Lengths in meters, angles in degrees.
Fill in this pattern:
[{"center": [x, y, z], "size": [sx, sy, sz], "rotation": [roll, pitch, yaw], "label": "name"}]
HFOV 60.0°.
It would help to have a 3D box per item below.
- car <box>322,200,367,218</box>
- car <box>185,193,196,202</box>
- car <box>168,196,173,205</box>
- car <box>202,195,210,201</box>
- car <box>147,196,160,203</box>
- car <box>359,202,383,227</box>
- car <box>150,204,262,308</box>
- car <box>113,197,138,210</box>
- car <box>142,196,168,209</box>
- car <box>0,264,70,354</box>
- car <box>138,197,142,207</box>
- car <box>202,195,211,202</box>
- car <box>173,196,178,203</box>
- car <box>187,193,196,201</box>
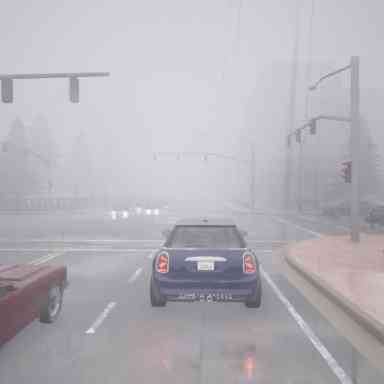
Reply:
[{"center": [14.128, 1.505, 29.533], "size": [4.892, 1.490, 1.837], "rotation": [0, 0, 4], "label": "car"}, {"center": [-0.429, 1.520, 72.779], "size": [1.812, 1.442, 4.674], "rotation": [0, 0, 2], "label": "car"}, {"center": [-4.691, 1.478, 55.181], "size": [1.882, 1.535, 5.008], "rotation": [0, 0, 2], "label": "car"}, {"center": [3.439, 1.475, 82.346], "size": [1.882, 1.535, 5.008], "rotation": [0, 0, 2], "label": "car"}, {"center": [-7.668, 1.506, 67.256], "size": [1.837, 1.490, 4.892], "rotation": [0, 0, 3], "label": "car"}, {"center": [13.876, 1.564, 22.349], "size": [4.181, 1.385, 1.994], "rotation": [0, 0, 3], "label": "car"}, {"center": [0.309, 1.352, 8.114], "size": [2.097, 1.767, 4.553], "rotation": [0, 0, 2], "label": "car"}, {"center": [-8.687, 1.601, 42.557], "size": [1.895, 1.301, 4.718], "rotation": [0, 0, 2], "label": "car"}, {"center": [-5.059, 1.491, 45.823], "size": [2.128, 1.511, 4.902], "rotation": [0, 0, 2], "label": "car"}, {"center": [-3.305, 1.601, 4.241], "size": [1.895, 1.301, 4.718], "rotation": [0, 0, 2], "label": "car"}, {"center": [-8.325, 1.491, 51.862], "size": [2.128, 1.511, 4.902], "rotation": [0, 0, 2], "label": "car"}, {"center": [3.107, 1.549, 73.642], "size": [1.994, 1.385, 4.181], "rotation": [0, 0, 2], "label": "car"}, {"center": [-4.068, 1.478, 69.191], "size": [1.882, 1.535, 5.008], "rotation": [0, 0, 2], "label": "car"}, {"center": [-0.058, 1.223, 82.510], "size": [2.150, 2.045, 5.566], "rotation": [0, 0, 2], "label": "car"}]
